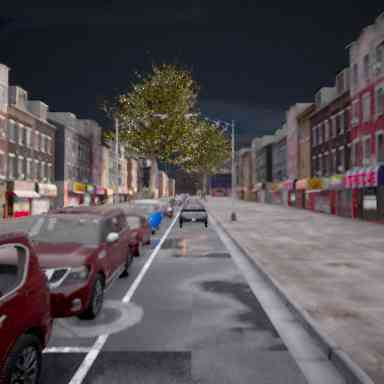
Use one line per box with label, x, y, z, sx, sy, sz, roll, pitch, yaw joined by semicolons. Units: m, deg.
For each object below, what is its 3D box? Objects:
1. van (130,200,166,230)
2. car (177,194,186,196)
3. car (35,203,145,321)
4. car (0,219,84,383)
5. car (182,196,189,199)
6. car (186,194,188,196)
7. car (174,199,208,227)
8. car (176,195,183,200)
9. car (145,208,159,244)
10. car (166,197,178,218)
van;-2.609;1.337;18.596;1.690;1.788;3.998;2;0;0
car;-2.610;1.534;62.707;1.752;1.417;4.829;2;0;0
car;-2.610;1.314;7.525;2.192;1.841;5.009;2;0;0
car;-2.611;1.315;1.990;2.192;1.841;5.009;2;0;0
car;0.104;1.558;42.364;1.994;1.385;4.181;0;0;0
car;-2.610;1.597;79.483;1.947;1.339;4.313;2;0;0
car;0.100;1.486;22.798;2.128;1.511;4.902;0;0;0
car;-2.613;1.581;51.807;1.802;1.307;4.206;2;0;0
car;-2.616;1.542;13.061;1.887;1.381;4.507;2;0;0
car;-2.611;1.434;29.667;1.967;1.590;4.097;2;0;0
